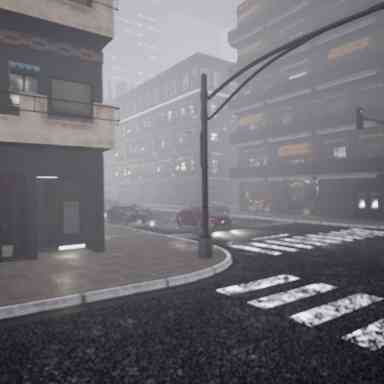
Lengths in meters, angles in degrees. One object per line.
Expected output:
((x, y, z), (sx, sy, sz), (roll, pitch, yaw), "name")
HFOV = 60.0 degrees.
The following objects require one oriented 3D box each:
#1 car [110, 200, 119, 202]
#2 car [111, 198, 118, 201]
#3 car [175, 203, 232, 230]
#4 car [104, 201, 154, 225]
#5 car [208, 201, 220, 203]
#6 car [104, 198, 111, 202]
((-5.250, 1.635, 29.404), (1.895, 1.301, 4.718), (-1, 1, -36), "car")
((-11.624, 1.516, 47.425), (1.887, 1.381, 4.507), (-1, 1, -36), "car")
((0.643, 1.591, 21.268), (1.994, 1.385, 4.181), (-1, 1, -36), "car")
((-4.904, 1.630, 24.722), (1.947, 1.339, 4.313), (-1, 1, -36), "car")
((1.476, 1.510, 29.346), (2.008, 1.369, 4.403), (-1, 1, -36), "car")
((-11.349, 1.545, 37.836), (1.837, 1.490, 4.892), (-1, 1, -36), "car")
